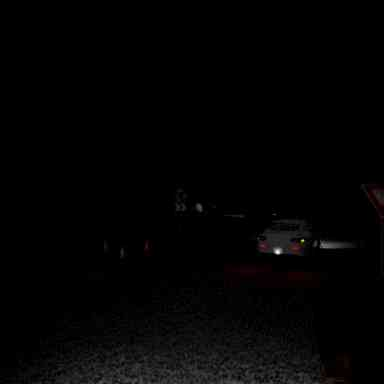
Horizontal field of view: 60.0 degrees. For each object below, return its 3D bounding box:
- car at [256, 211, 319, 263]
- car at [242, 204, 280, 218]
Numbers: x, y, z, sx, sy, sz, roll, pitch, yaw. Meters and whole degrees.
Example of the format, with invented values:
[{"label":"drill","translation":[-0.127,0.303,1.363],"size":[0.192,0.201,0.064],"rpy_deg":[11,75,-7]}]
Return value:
[{"label":"car","translation":[3.762,1.699,12.770],"size":[1.812,1.442,4.674],"rpy_deg":[0,-1,26]},{"label":"car","translation":[6.827,1.938,33.292],"size":[2.128,1.511,4.902],"rpy_deg":[1,-1,-21]}]
